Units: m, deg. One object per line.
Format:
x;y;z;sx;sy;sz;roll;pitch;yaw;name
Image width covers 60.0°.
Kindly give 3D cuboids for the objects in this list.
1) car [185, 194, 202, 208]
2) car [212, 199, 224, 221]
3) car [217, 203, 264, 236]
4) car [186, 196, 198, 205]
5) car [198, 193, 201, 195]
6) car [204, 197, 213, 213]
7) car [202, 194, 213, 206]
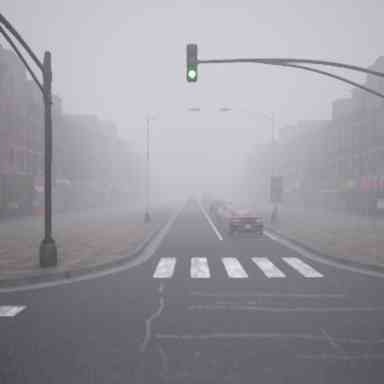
-0.025;1.450;47.509;2.033;1.411;5.357;0;0;0;car
2.626;1.452;23.642;1.752;1.417;4.829;0;0;0;car
2.629;1.486;17.793;1.887;1.381;4.507;0;0;0;car
-0.030;1.466;57.931;1.994;1.385;4.181;0;0;0;car
2.607;1.210;57.550;2.192;1.841;5.009;0;0;0;car
2.620;1.473;34.831;1.947;1.339;4.313;0;0;0;car
2.610;1.461;51.869;1.947;1.339;4.313;0;0;0;car
